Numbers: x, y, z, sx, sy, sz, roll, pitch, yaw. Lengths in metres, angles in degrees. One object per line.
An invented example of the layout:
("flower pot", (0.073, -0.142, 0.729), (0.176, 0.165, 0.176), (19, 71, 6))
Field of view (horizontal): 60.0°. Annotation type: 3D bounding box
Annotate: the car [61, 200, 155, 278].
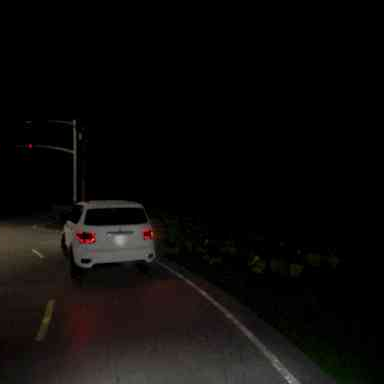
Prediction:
("car", (-2.868, 1.285, 10.690), (2.150, 2.045, 5.566), (0, -1, -24))
